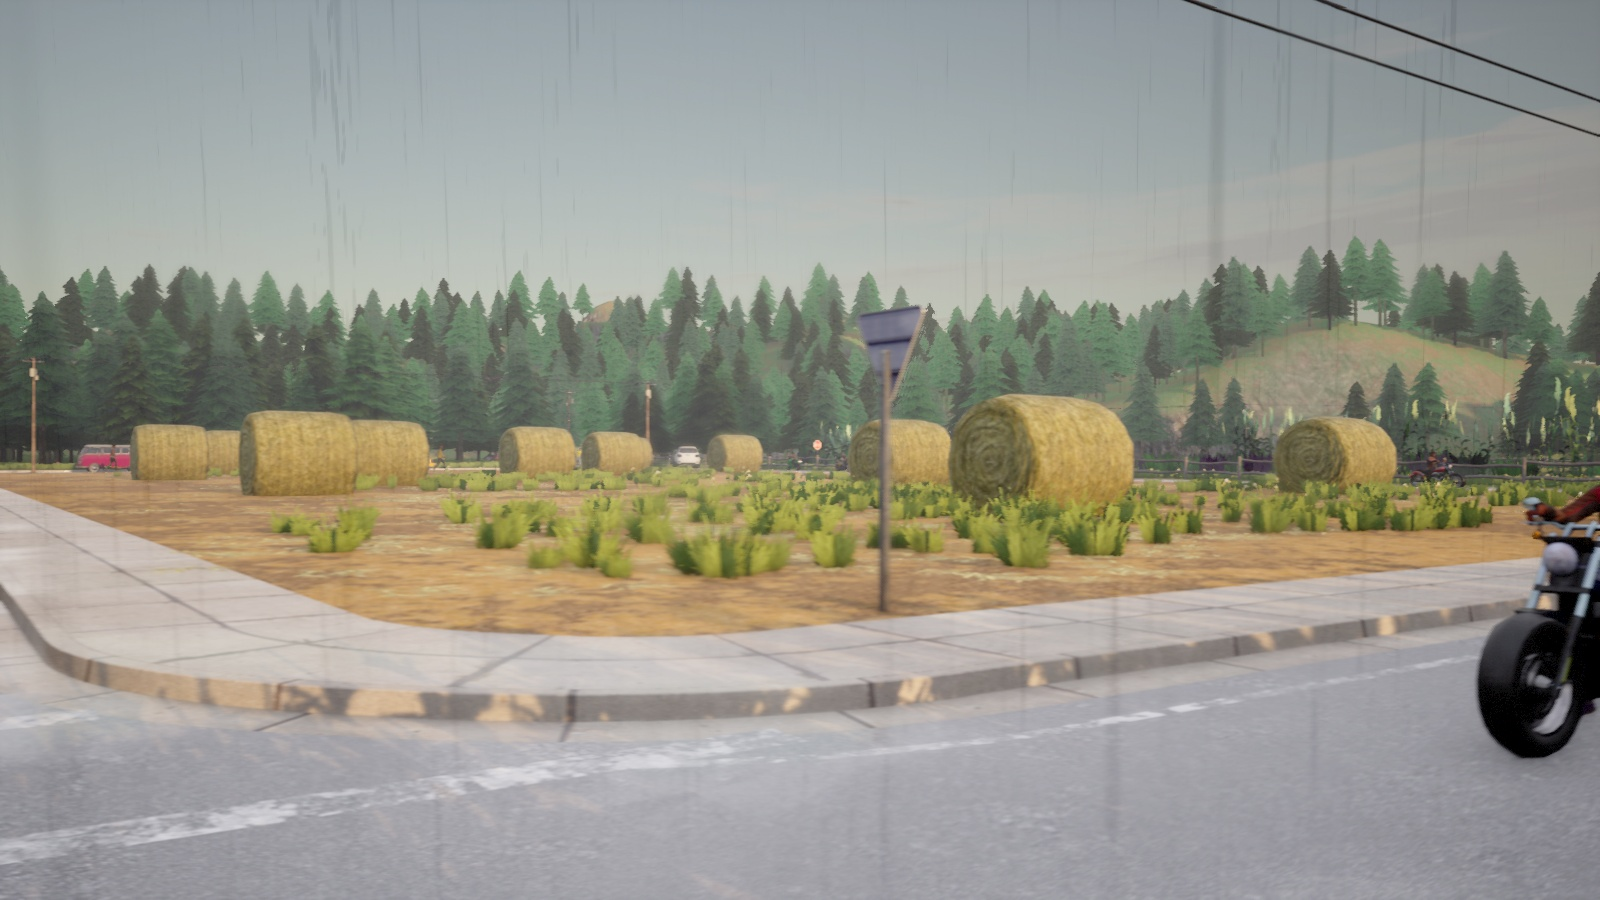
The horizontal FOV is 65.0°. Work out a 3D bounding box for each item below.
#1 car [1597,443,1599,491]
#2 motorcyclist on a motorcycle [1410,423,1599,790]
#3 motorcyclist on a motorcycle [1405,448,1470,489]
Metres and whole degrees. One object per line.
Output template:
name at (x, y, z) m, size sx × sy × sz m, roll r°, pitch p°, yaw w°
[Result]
car at (31.036, 0.611, 44.208) m, size 2.097 × 1.767 × 4.553 m, roll 0°, pitch 0°, yaw -32°
motorcyclist on a motorcycle at (4.245, 0.702, 6.631) m, size 2.350 × 1.649 × 0.766 m, roll 0°, pitch 0°, yaw -34°
motorcyclist on a motorcycle at (26.288, 0.731, 51.844) m, size 0.766 × 1.649 × 2.350 m, roll 0°, pitch 0°, yaw -32°
